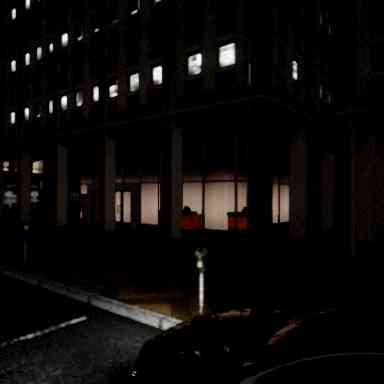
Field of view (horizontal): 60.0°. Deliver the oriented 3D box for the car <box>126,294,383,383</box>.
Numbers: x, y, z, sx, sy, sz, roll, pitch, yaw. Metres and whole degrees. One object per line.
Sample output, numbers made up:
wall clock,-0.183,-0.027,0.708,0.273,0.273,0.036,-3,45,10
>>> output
car,1.609,1.525,2.220,4.892,1.490,1.837,0,0,38
